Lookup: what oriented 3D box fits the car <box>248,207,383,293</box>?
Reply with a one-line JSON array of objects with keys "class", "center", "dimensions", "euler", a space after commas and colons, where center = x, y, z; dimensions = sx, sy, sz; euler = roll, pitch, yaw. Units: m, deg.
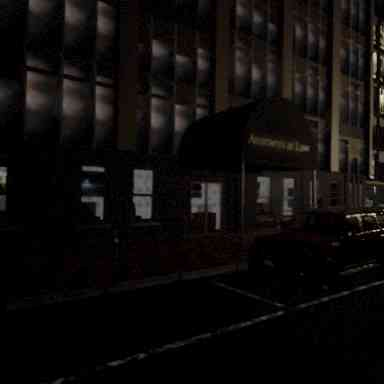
[{"class": "car", "center": [3.869, 1.382, 9.298], "dimensions": [5.009, 1.841, 2.192], "euler": [1, 1, -35]}]
